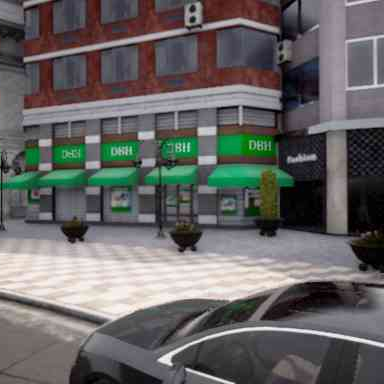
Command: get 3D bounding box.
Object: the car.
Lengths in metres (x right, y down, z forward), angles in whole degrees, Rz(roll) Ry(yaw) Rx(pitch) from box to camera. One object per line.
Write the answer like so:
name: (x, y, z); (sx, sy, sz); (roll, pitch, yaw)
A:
car: (1.031, 1.507, 2.556); (4.892, 1.490, 1.837); (-1, 0, 36)
